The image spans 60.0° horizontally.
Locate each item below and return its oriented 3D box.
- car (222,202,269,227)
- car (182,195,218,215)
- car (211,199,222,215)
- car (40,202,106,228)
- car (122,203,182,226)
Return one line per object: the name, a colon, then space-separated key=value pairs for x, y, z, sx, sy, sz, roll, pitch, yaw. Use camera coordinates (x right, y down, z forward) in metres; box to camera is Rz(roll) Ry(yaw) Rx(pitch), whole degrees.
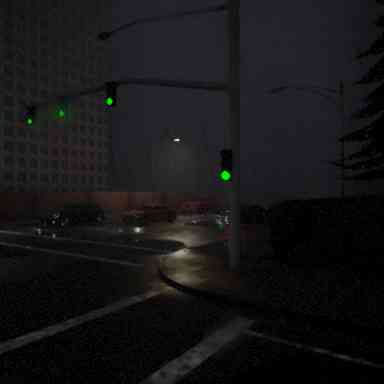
car: x=4.367 y=1.664 z=24.139 sx=1.837 sy=1.490 sz=4.892 roll=-1 pitch=-1 yaw=35
car: x=1.087 y=1.441 z=37.775 sx=2.150 sy=2.045 sz=5.566 roll=-1 pitch=0 yaw=36
car: x=4.620 y=1.743 z=36.687 sx=2.033 sy=1.411 sz=5.357 roll=-1 pitch=0 yaw=36
car: x=-8.602 y=1.575 z=24.191 sx=2.097 sy=1.767 sz=4.553 roll=-1 pitch=0 yaw=35
car: x=-3.214 y=1.673 z=25.724 sx=1.882 sy=1.535 sz=5.008 roll=-1 pitch=0 yaw=35
